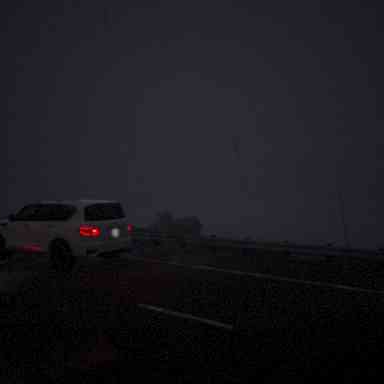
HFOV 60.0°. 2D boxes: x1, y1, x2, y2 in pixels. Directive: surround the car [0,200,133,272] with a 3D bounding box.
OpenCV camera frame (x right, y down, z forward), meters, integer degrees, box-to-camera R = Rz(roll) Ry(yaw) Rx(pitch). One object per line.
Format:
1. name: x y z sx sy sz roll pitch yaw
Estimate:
1. car: -4.552 1.281 11.260 5.566 2.045 2.150 0 0 31
